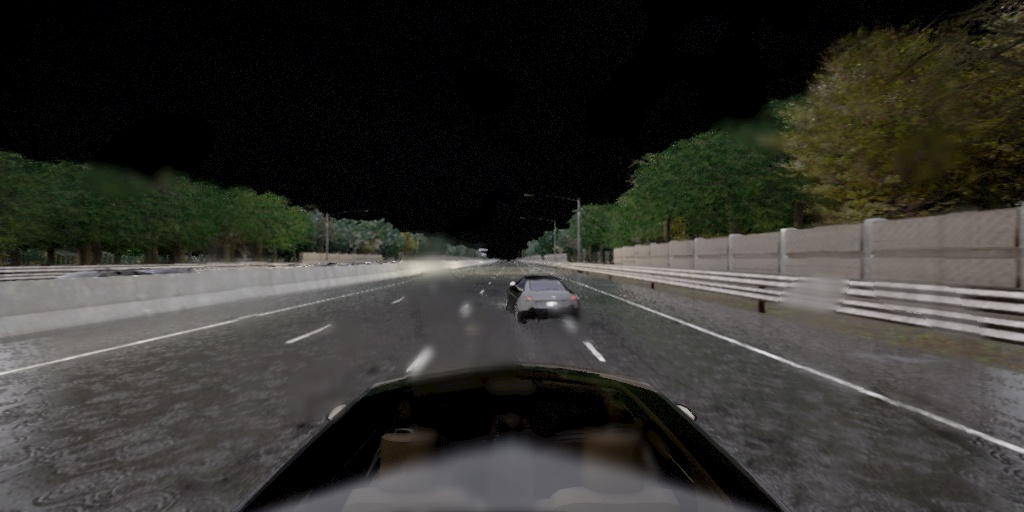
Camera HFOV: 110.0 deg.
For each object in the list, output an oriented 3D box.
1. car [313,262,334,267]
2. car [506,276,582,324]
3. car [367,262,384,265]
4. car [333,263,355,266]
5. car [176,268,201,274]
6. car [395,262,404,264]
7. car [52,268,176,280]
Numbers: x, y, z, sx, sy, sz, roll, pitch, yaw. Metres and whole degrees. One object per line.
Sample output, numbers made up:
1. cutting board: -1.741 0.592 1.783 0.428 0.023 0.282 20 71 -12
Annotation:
1. car: -28.035 1.631 53.965 1.837 1.490 4.892 0 -1 1
2. car: 0.929 1.362 12.331 1.994 1.385 4.181 0 0 -7
3. car: -21.028 1.647 55.394 1.837 1.490 4.892 0 0 1
4. car: -24.539 1.692 54.039 1.994 1.385 4.181 0 -1 1
5. car: -21.028 1.405 21.718 2.033 1.411 5.357 0 0 1
6. car: -17.532 1.634 55.568 2.128 1.511 4.902 0 0 1
7. car: -17.575 1.325 15.159 1.837 1.490 4.892 0 -1 0
